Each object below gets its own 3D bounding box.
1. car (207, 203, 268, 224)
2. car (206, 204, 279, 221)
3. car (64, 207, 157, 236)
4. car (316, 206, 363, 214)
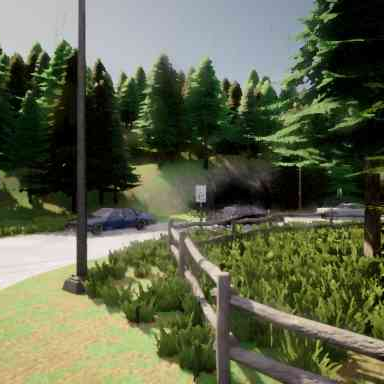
[{"bbox_3d":[3.474,1.591,25.180,4.181,1.385,1.994,0,0,-26],"label":"car"},{"bbox_3d":[3.588,1.574,21.834,5.357,1.411,2.033,0,0,-26],"label":"car"},{"bbox_3d":[-4.467,1.574,19.138,2.033,1.411,5.357,0,0,41],"label":"car"},{"bbox_3d":[12.992,1.628,28.079,4.718,1.301,1.895,0,0,-6],"label":"car"}]
